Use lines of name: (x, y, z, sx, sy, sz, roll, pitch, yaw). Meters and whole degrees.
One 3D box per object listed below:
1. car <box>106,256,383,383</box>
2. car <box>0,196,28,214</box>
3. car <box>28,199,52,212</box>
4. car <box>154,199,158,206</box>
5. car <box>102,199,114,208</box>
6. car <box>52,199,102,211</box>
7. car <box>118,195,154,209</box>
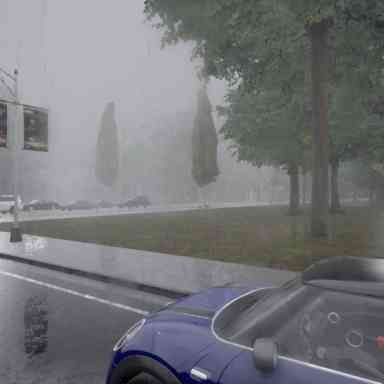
car: (1.394, 1.352, 2.694, 4.553, 1.767, 2.097, 0, 0, 36)
car: (-21.085, 1.399, 35.563, 2.150, 2.045, 5.566, 0, 0, 34)
car: (-19.778, 1.695, 43.090, 1.882, 1.535, 5.008, 0, 0, 35)
car: (-8.150, 1.836, 59.652, 2.128, 1.511, 4.902, 0, 0, 36)
car: (-14.096, 1.837, 51.209, 1.994, 1.385, 4.181, 0, 0, 35)
car: (-15.121, 1.778, 44.079, 2.033, 1.411, 5.357, 0, 0, 35)
car: (-9.132, 1.514, 52.631, 2.150, 2.045, 5.566, 0, 0, 36)
